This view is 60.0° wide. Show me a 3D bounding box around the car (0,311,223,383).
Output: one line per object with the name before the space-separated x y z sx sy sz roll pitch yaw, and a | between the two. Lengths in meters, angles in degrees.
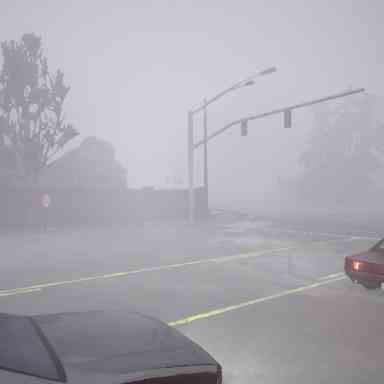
car | -2.258 1.546 2.127 5.357 1.411 2.033 0 0 -36

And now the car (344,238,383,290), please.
car | 5.708 1.597 7.801 4.718 1.301 1.895 0 0 -35
